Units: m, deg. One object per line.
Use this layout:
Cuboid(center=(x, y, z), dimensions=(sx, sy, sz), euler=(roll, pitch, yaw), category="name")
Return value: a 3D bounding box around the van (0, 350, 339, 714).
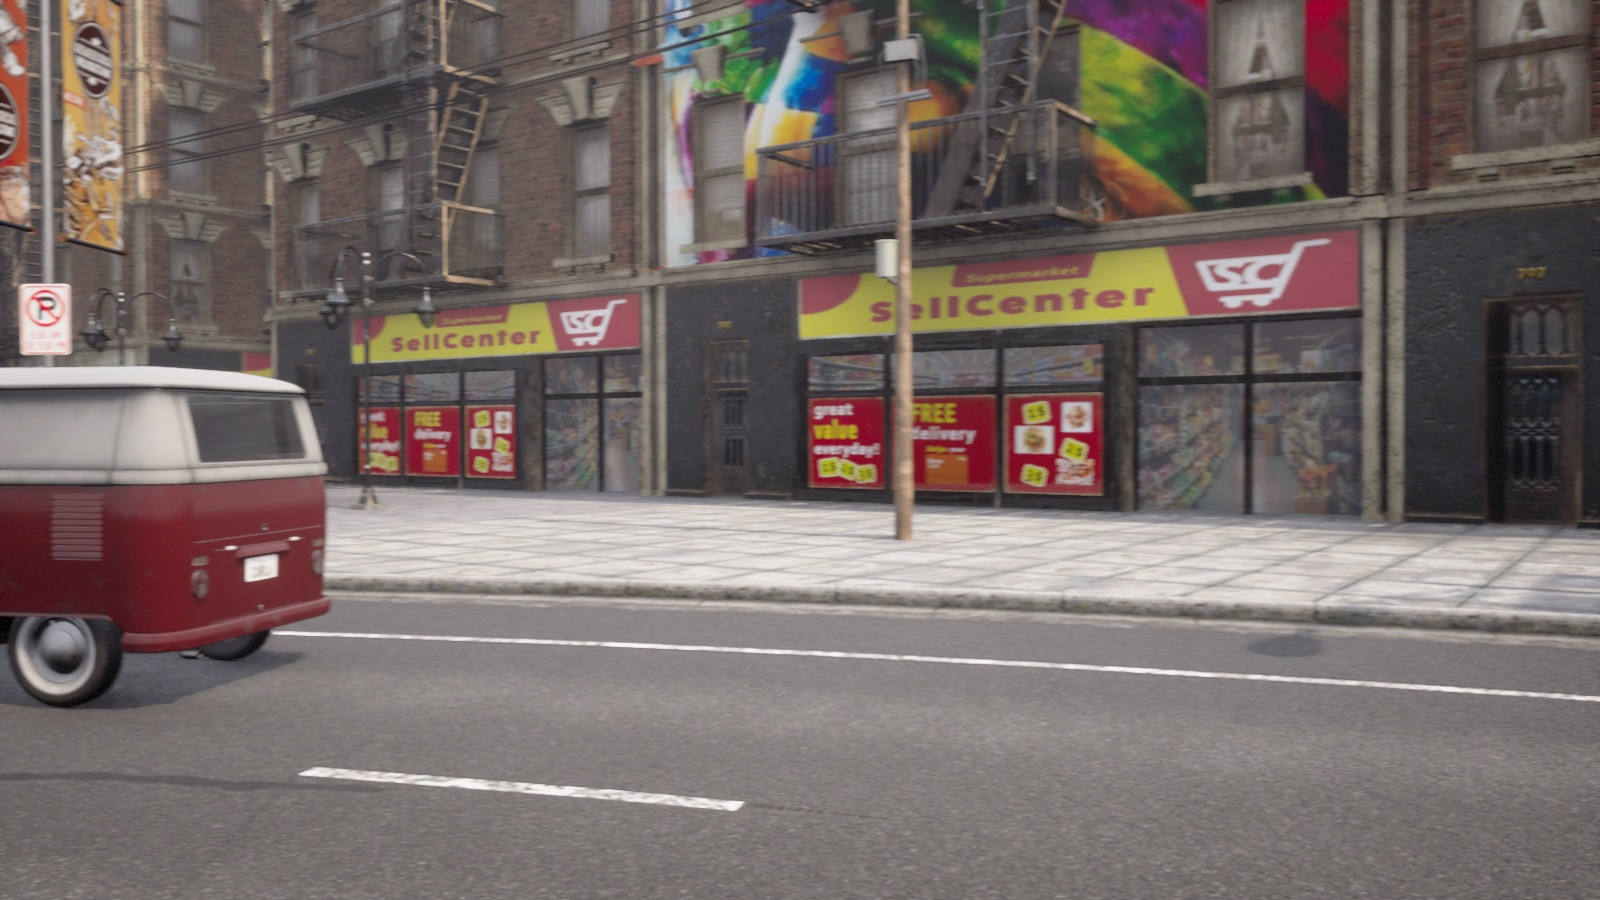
Cuboid(center=(-5.505, 0.421, 8.134), dimensions=(4.442, 1.987, 1.775), euler=(0, 1, 11), category="van")
